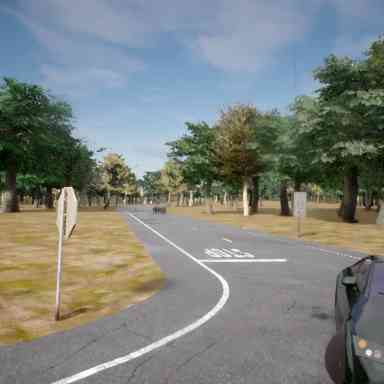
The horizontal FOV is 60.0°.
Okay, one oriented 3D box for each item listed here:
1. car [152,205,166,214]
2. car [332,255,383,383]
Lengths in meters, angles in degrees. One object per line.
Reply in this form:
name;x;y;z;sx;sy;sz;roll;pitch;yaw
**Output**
car;-5.602;2.963;56.870;1.882;1.535;5.008;3;-2;-14
car;3.089;1.642;4.595;1.994;1.385;4.181;1;-1;22
